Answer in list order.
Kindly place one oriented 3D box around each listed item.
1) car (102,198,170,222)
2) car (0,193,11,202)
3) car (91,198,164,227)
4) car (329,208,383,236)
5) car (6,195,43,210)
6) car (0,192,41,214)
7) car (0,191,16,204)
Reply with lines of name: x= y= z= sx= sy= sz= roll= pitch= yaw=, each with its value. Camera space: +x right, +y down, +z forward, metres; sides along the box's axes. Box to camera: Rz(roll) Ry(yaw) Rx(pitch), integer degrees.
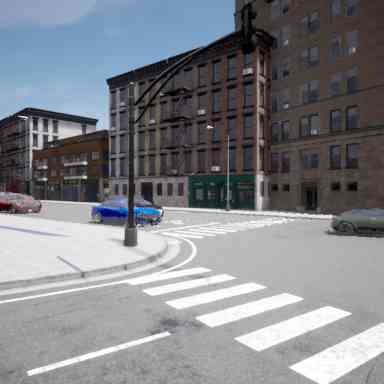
car: x=-4.202 y=1.221 z=24.442 sx=4.902 sy=1.511 sz=2.128 roll=1 pitch=0 yaw=38
car: x=-33.140 y=0.898 z=57.609 sx=4.674 sy=1.442 sz=1.812 roll=1 pitch=0 yaw=43
car: x=-4.070 y=1.221 z=20.245 sx=5.008 sy=1.535 sz=1.882 roll=1 pitch=0 yaw=38
car: x=9.107 y=1.485 z=16.546 sx=4.181 sy=1.385 sz=1.994 roll=1 pitch=0 yaw=19
car: x=-17.826 y=1.079 z=35.338 sx=4.674 sy=1.442 sz=1.812 roll=1 pitch=0 yaw=40
car: x=-15.075 y=0.950 z=28.899 sx=4.553 sy=1.767 sz=2.097 roll=1 pitch=0 yaw=39
car: x=-27.583 y=0.786 z=48.232 sx=4.553 sy=1.767 sz=2.097 roll=1 pitch=0 yaw=41
